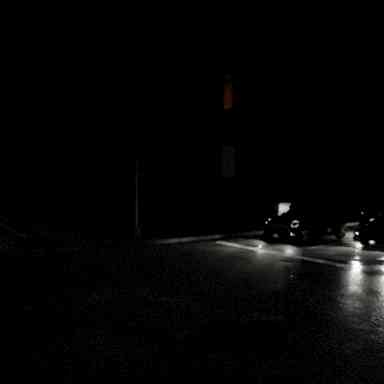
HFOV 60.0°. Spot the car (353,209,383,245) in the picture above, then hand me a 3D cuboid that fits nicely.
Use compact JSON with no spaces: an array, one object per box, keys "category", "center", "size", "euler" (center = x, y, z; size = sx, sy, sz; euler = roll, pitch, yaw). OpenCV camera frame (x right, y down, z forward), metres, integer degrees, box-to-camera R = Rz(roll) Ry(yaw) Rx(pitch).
[{"category":"car","center":[9.461,1.656,15.032],"size":[5.357,1.411,2.033],"euler":[0,0,-35]}]

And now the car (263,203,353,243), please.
[{"category":"car","center":[5.687,1.447,16.639],"size":[4.553,1.767,2.097],"euler":[0,0,-35]}]

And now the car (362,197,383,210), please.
[{"category":"car","center":[13.393,1.372,22.096],"size":[5.566,2.045,2.150],"euler":[0,0,-35]}]
